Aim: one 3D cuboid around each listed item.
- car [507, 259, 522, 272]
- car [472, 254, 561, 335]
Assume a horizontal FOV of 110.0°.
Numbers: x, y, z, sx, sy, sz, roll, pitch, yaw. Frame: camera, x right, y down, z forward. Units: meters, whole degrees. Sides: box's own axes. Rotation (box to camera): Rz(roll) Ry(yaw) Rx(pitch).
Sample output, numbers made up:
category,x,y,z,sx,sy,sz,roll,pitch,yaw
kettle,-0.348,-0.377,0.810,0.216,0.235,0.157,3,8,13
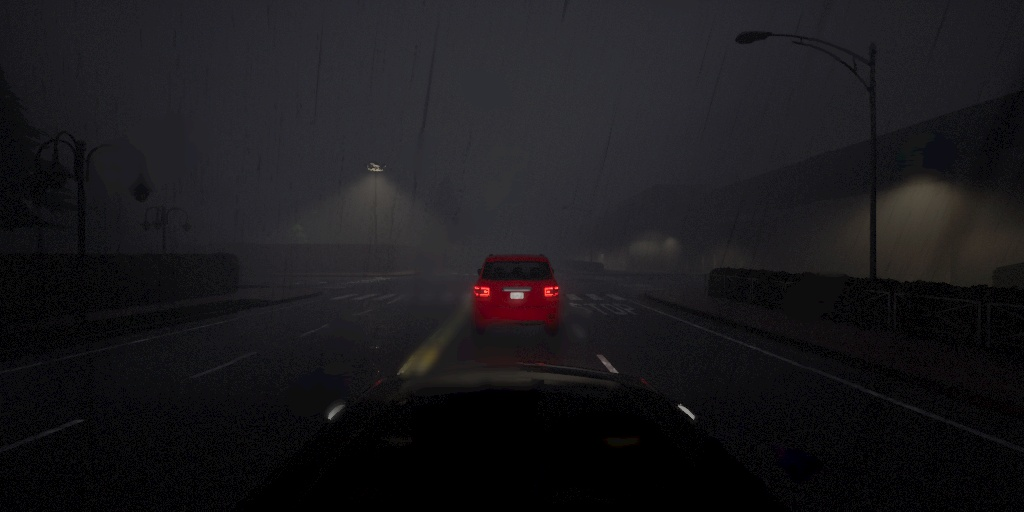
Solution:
category,x,y,z,sx,sy,sz,roll,pitch,yaw
car,0.348,1.228,46.374,1.882,1.535,5.008,0,0,1
car,0.117,0.971,10.625,2.150,2.045,5.566,0,0,0
